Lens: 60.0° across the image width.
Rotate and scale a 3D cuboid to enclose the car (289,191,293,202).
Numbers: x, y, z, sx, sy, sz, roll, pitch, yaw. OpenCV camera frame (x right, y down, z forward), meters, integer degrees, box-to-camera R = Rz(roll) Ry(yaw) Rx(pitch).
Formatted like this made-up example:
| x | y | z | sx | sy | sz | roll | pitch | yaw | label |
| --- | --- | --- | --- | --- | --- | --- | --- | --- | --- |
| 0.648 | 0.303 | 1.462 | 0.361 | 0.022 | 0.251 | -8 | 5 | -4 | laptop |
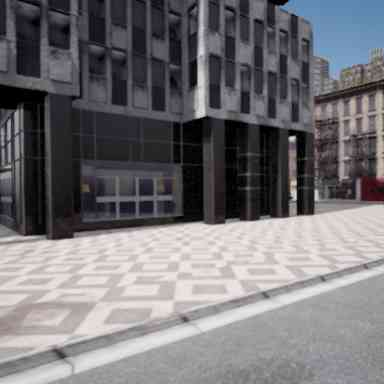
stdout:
| x | y | z | sx | sy | sz | roll | pitch | yaw | label |
| --- | --- | --- | --- | --- | --- | --- | --- | --- | --- |
| 15.426 | 0.797 | 59.816 | 2.150 | 2.045 | 5.566 | -1 | 0 | -36 | car |
